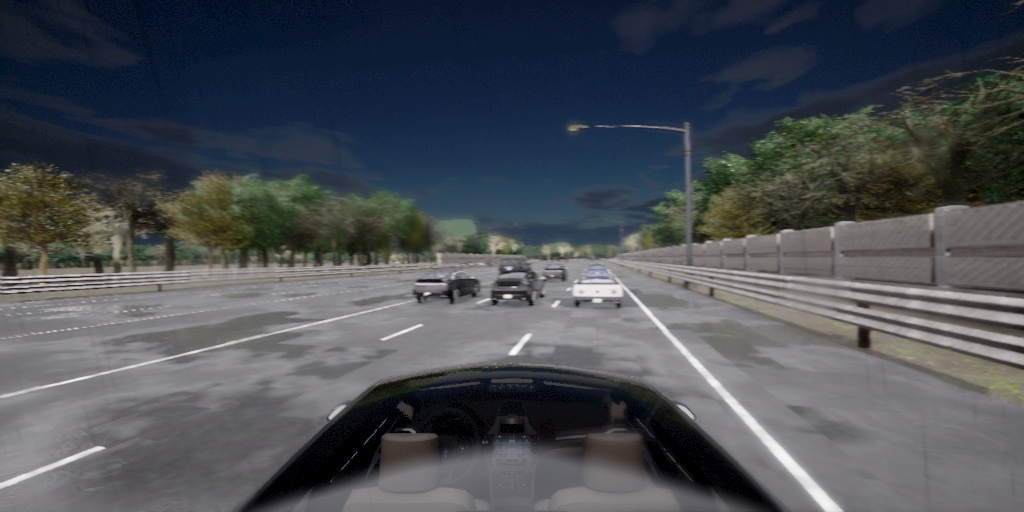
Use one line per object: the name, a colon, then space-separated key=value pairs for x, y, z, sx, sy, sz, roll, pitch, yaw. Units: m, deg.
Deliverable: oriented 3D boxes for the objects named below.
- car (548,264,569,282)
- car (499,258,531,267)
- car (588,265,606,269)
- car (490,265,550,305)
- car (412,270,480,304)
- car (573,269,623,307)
car: x=3.829 y=1.424 z=31.317 sx=2.128 sy=1.511 sz=4.902 roll=-1 pitch=0 yaw=13
car: x=0.349 y=1.198 z=31.835 sx=2.150 sy=2.045 sz=5.566 roll=-1 pitch=0 yaw=13
car: x=7.164 y=1.427 z=30.216 sx=2.033 sy=1.411 sz=5.357 roll=-1 pitch=0 yaw=13
car: x=0.386 y=1.367 z=16.732 sx=1.837 sy=1.490 sz=4.892 roll=-1 pitch=0 yaw=13
car: x=-3.023 y=1.403 z=17.523 sx=2.128 sy=1.511 sz=4.902 roll=-1 pitch=0 yaw=13
car: x=3.745 y=1.408 z=15.730 sx=1.895 sy=1.301 sz=4.718 roll=-1 pitch=0 yaw=13
